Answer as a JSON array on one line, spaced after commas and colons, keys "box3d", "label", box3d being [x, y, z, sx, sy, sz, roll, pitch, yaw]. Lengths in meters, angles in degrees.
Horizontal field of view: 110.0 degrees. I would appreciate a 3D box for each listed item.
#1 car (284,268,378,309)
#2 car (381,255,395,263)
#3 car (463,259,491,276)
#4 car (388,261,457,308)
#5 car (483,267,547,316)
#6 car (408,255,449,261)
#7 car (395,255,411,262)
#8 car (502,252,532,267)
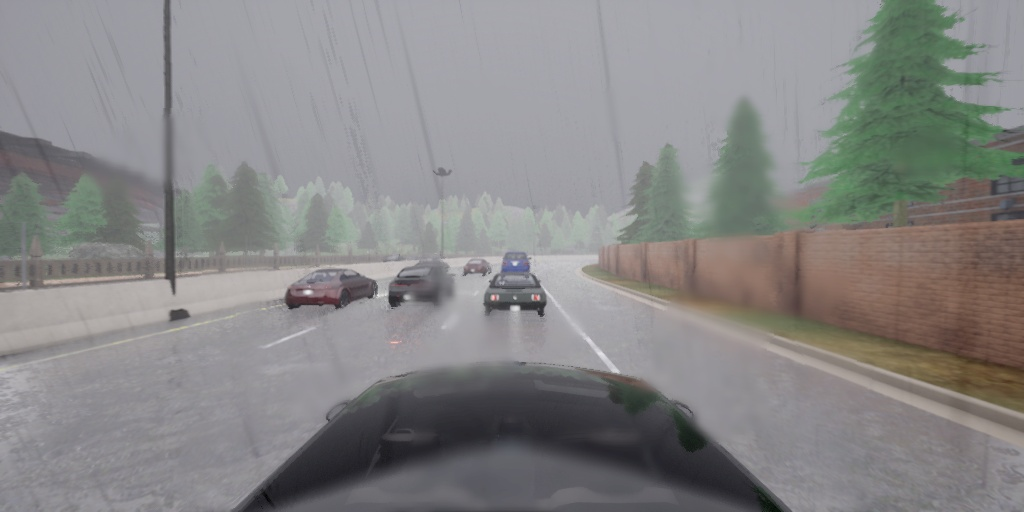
[{"box3d": [-6.901, 1.174, 14.138, 1.994, 1.385, 4.181, 0, 1, 0], "label": "car"}, {"box3d": [-16.933, 0.659, 51.973, 1.882, 1.535, 5.008, 0, 1, 16], "label": "car"}, {"box3d": [-2.920, 0.944, 30.891, 1.812, 1.442, 4.674, 0, 1, 5], "label": "car"}, {"box3d": [-3.400, 1.113, 14.269, 1.837, 1.490, 4.892, 0, 1, 0], "label": "car"}, {"box3d": [0.100, 1.225, 12.730, 1.895, 1.301, 4.718, 0, 1, 0], "label": "car"}, {"box3d": [-6.509, 0.923, 29.824, 2.128, 1.511, 4.902, 0, 1, 4], "label": "car"}, {"box3d": [-13.766, 0.745, 50.508, 2.033, 1.411, 5.357, 0, 1, 15], "label": "car"}, {"box3d": [0.408, 0.662, 28.937, 2.150, 2.045, 5.566, 0, 1, 4], "label": "car"}]
